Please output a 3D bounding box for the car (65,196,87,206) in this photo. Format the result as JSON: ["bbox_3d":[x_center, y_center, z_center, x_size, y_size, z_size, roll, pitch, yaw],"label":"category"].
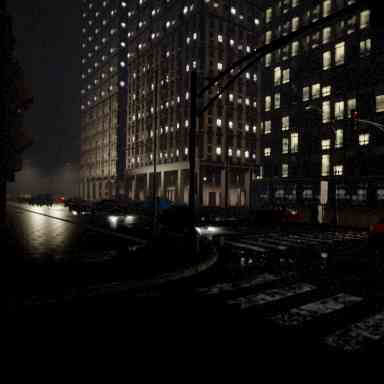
[{"bbox_3d":[-18.925,1.456,54.157,2.128,1.511,4.902,1,-1,-35],"label":"car"}]

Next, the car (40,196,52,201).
[{"bbox_3d":[-36.802,1.571,83.784,1.802,1.307,4.206,1,-1,-35],"label":"car"}]

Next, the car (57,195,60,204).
[{"bbox_3d":[-24.911,1.307,62.585,2.097,1.767,4.553,1,-1,-35],"label":"car"}]

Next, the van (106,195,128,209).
[{"bbox_3d":[-10.623,1.368,46.950,1.690,1.788,3.998,1,-1,-35],"label":"van"}]

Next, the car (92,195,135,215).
[{"bbox_3d":[-7.924,1.407,33.159,1.882,1.535,5.008,1,0,-36],"label":"car"}]

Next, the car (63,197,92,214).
[{"bbox_3d":[-10.914,1.427,32.886,2.008,1.369,4.403,1,-1,-35],"label":"car"}]

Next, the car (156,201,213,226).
[{"bbox_3d":[-0.439,1.511,22.616,1.994,1.385,4.181,1,-1,-35],"label":"car"}]

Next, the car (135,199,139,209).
[{"bbox_3d":[-7.355,1.584,42.343,2.008,1.369,4.403,1,-1,-35],"label":"car"}]

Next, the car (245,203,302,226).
[{"bbox_3d":[5.734,1.505,23.926,1.967,1.590,4.097,1,-1,-35],"label":"car"}]

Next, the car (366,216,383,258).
[{"bbox_3d":[8.147,1.358,10.492,2.097,1.767,4.553,0,0,-35],"label":"car"}]

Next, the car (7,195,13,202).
[{"bbox_3d":[-37.088,1.397,69.722,1.947,1.339,4.313,1,-1,-35],"label":"car"}]

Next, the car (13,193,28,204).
[{"bbox_3d":[-30.540,1.155,60.516,2.192,1.841,5.009,1,-1,-35],"label":"car"}]

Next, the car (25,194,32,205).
[{"bbox_3d":[-24.001,1.432,51.304,1.802,1.307,4.206,1,-1,-35],"label":"car"}]

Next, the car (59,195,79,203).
[{"bbox_3d":[-15.378,1.404,43.708,2.128,1.511,4.902,1,-1,-35],"label":"car"}]

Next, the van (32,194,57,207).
[{"bbox_3d":[-20.725,1.197,46.702,1.690,1.788,3.998,1,-1,-35],"label":"van"}]

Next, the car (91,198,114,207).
[{"bbox_3d":[-13.899,1.587,51.552,1.947,1.339,4.313,1,-1,-35],"label":"car"}]

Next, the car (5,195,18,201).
[{"bbox_3d":[-40.359,1.378,74.327,2.008,1.369,4.403,1,-1,-35],"label":"car"}]

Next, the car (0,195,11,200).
[{"bbox_3d":[-46.806,1.366,83.400,1.752,1.417,4.829,1,-1,-35],"label":"car"}]

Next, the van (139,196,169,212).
[{"bbox_3d":[-4.080,1.382,37.741,1.690,1.788,3.998,1,-1,-35],"label":"van"}]
